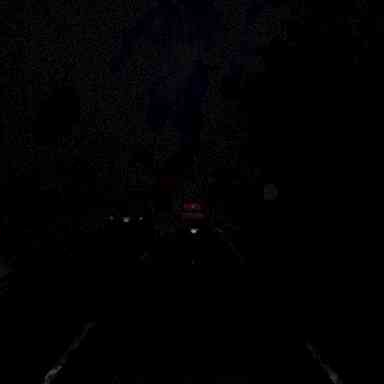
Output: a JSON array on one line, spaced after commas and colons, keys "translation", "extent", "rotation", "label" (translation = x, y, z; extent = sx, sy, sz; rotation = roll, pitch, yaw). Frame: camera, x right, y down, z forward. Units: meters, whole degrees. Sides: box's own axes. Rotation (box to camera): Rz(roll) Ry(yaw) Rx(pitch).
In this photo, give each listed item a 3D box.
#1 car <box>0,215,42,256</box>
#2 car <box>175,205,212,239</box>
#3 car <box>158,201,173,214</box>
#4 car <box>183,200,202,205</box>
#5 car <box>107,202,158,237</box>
[{"translation": [-7.106, 1.590, 11.812], "extent": [2.128, 1.511, 4.902], "rotation": [0, -1, 0], "label": "car"}, {"translation": [0.074, 1.677, 18.063], "extent": [1.812, 1.442, 4.674], "rotation": [0, 0, 0], "label": "car"}, {"translation": [-3.428, 1.820, 40.690], "extent": [1.882, 1.535, 5.008], "rotation": [0, 0, 0], "label": "car"}, {"translation": [0.073, 1.681, 39.169], "extent": [2.097, 1.767, 4.553], "rotation": [0, 0, 0], "label": "car"}, {"translation": [-3.413, 1.514, 19.369], "extent": [2.097, 1.767, 4.553], "rotation": [0, 0, 0], "label": "car"}]
